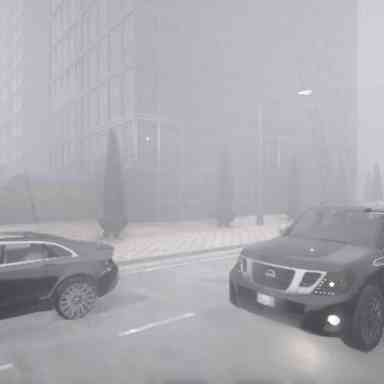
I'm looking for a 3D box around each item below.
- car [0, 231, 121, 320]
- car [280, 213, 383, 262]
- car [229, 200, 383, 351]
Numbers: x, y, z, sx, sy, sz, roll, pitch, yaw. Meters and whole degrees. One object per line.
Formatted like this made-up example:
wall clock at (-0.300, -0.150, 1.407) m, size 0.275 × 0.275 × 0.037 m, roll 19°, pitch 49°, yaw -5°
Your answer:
car at (-3.669, 1.491, 5.714) m, size 4.902 × 1.511 × 2.128 m, roll 0°, pitch 0°, yaw -37°
car at (5.693, 1.601, 12.948) m, size 4.718 × 1.301 × 1.895 m, roll 0°, pitch 0°, yaw -38°
car at (3.236, 1.220, 6.602) m, size 5.566 × 2.045 × 2.150 m, roll 0°, pitch 0°, yaw -39°
